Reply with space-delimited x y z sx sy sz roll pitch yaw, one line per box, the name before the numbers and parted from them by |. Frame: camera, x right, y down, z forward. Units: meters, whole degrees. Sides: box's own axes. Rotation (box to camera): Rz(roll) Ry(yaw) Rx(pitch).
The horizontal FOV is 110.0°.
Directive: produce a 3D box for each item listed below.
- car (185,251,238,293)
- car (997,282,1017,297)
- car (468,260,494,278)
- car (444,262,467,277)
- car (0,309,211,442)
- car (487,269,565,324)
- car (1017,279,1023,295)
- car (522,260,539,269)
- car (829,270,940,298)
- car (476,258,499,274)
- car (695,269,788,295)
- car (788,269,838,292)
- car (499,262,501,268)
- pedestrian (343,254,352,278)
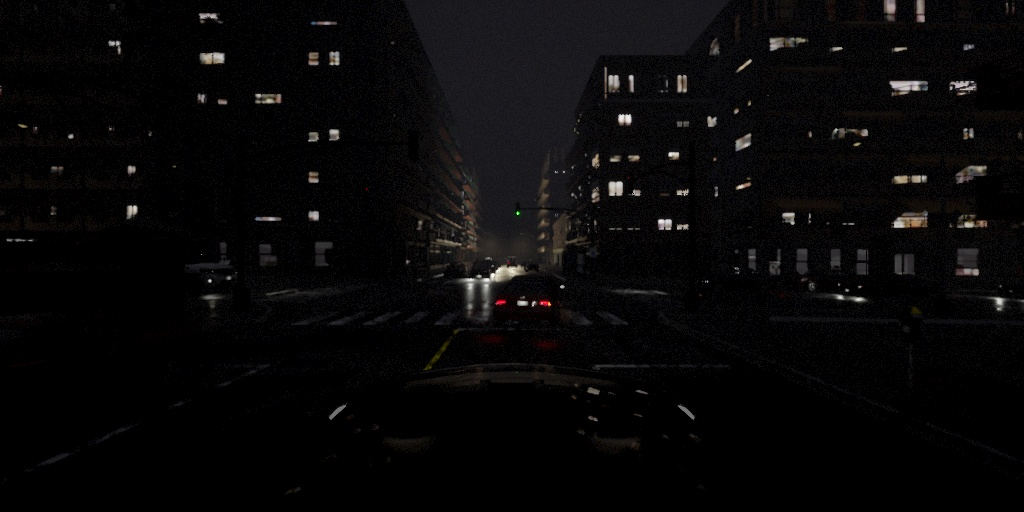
car | -17.541 0.752 18.722 5.566 2.045 2.150 1 0 -1
car | 33.689 1.960 22.545 4.674 1.442 1.812 1 0 0
car | -3.108 1.390 35.846 1.812 1.442 4.674 0 0 0
car | -5.696 1.306 36.520 1.967 1.591 4.097 0 0 0
car | -5.690 1.340 4.110 1.802 1.307 4.207 0 0 0
car | 0.731 1.332 12.173 2.033 1.411 5.357 0 0 10
car | 27.150 1.897 16.716 4.313 1.339 1.948 0 0 -1
car | 2.683 1.456 47.794 2.007 1.370 4.403 0 0 0
car | 23.574 1.803 22.431 5.357 1.411 2.033 1 0 -1
car | -3.104 1.247 44.786 2.097 1.767 4.553 0 0 0
car | 13.765 1.572 22.306 4.902 1.511 2.128 1 0 -1
car | 21.376 1.651 24.960 4.097 1.591 1.967 0 0 -1
car | -3.084 1.435 54.729 1.837 1.490 4.892 0 0 0
pedestrian | -12.718 0.740 27.516 0.375 1.860 0.375 0 -1 -1
